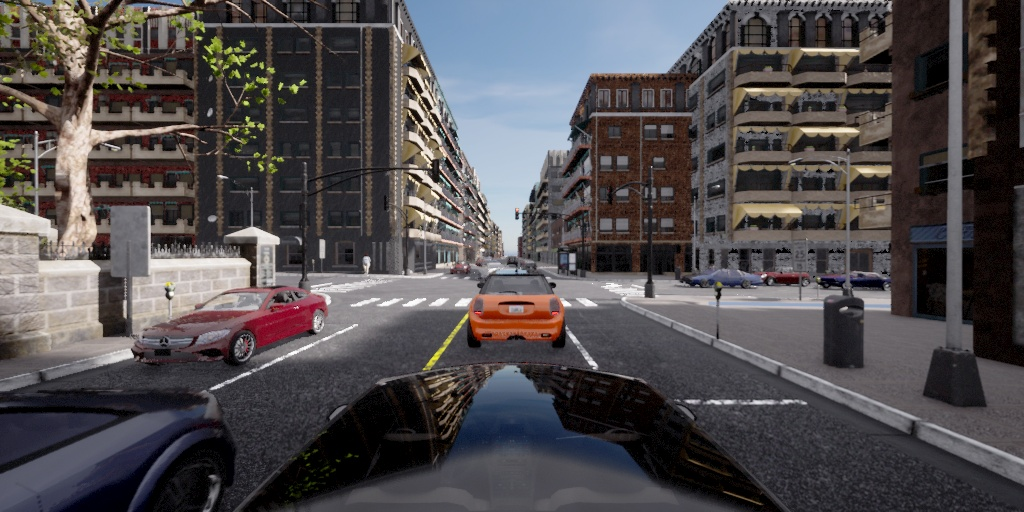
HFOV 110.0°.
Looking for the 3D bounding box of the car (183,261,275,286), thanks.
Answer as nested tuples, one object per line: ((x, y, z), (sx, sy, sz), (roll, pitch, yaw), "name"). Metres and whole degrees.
((-17.664, 1.055, 22.537), (4.181, 1.385, 1.994), (1, 0, -1), "car")

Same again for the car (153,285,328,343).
((-5.692, 1.337, 7.934), (1.802, 1.307, 4.207), (0, 0, 0), "car")

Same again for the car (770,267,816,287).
((21.360, 1.596, 28.802), (4.097, 1.591, 1.967), (0, 0, -1), "car")

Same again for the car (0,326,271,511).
((-3.098, 1.313, 1.002), (1.994, 1.385, 4.181), (0, 0, 0), "car")

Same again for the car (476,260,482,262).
((-1.475, 1.300, 29.496), (1.812, 1.442, 4.674), (0, 0, -22), "car")

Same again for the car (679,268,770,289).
((15.231, 1.607, 26.162), (5.357, 1.411, 2.033), (1, 0, -1), "car")

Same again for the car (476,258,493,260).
((-3.133, 1.295, 44.761), (1.837, 1.490, 4.892), (0, 0, 0), "car")

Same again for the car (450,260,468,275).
((-5.718, 1.225, 40.345), (1.967, 1.591, 4.097), (0, 0, 0), "car")

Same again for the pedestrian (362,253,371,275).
((-12.735, 0.680, 31.333), (0.375, 1.860, 0.375), (0, -1, -1), "pedestrian")

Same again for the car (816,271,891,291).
((25.264, 1.838, 26.288), (4.718, 1.301, 1.895), (1, 0, -1), "car")

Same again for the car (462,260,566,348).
((0.122, 1.109, 9.442), (2.097, 1.767, 4.553), (0, 0, 1), "car")
